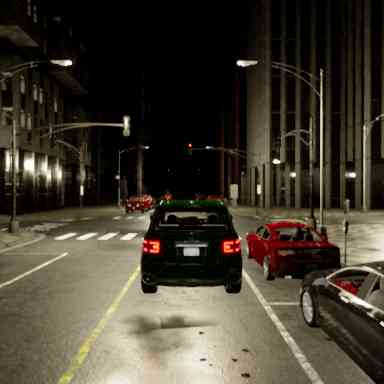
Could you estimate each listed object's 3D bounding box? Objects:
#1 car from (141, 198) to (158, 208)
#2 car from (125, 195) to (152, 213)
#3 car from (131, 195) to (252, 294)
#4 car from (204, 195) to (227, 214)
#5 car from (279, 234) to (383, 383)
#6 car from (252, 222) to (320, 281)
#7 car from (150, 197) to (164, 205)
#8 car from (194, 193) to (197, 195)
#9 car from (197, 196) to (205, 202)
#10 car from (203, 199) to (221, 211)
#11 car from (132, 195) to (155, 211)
[{"bbox_3d":[-6.090,1.598,48.024,1.947,1.339,4.313,0,0,0],"label":"car"},{"bbox_3d":[-6.013,1.334,36.738,2.192,1.841,5.009,0,0,0],"label":"car"},{"bbox_3d":[-0.019,1.223,8.948,2.150,2.045,5.566,0,0,0],"label":"car"},{"bbox_3d":[2.512,1.334,36.788,2.192,1.841,5.009,0,0,0],"label":"car"},{"bbox_3d":[2.742,1.551,4.223,2.008,1.369,4.403,0,0,0],"label":"car"},{"bbox_3d":[2.702,1.547,9.748,1.887,1.381,4.507,0,0,0],"label":"car"},{"bbox_3d":[-6.170,1.617,59.310,1.947,1.339,4.313,0,0,0],"label":"car"},{"bbox_3d":[2.158,1.683,87.582,1.947,1.339,4.313,0,0,0],"label":"car"},{"bbox_3d":[2.198,1.670,81.938,1.947,1.339,4.313,0,0,0],"label":"car"},{"bbox_3d":[2.474,1.591,42.432,1.947,1.339,4.313,0,0,0],"label":"car"},{"bbox_3d":[-6.052,1.340,42.381,2.192,1.841,5.009,0,0,0],"label":"car"}]
